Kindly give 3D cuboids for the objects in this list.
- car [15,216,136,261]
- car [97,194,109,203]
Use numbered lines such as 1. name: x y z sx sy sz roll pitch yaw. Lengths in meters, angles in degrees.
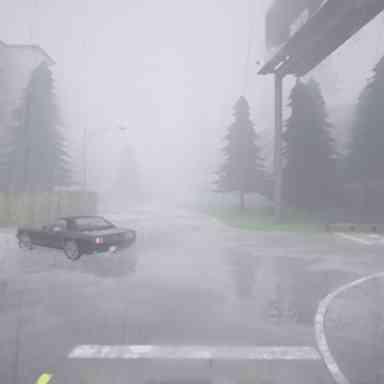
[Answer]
1. car: -4.284 1.487 11.806 4.718 1.301 1.895 0 0 36
2. car: -16.405 1.120 56.745 5.357 1.411 2.033 0 0 36
